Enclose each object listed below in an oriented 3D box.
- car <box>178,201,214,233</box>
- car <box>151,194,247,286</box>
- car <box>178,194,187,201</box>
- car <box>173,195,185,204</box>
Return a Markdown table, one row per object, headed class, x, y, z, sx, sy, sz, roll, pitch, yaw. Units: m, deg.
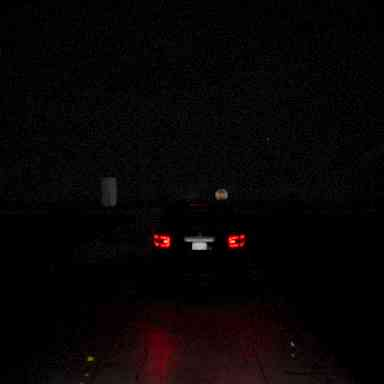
| class | x | y | z | sx | sy | sz | roll | pitch | yaw |
| --- | --- | --- | --- | --- | --- | --- | --- | --- | --- |
| car | 0.259 | 1.399 | 20.179 | 1.882 | 1.535 | 5.008 | 0 | 0 | 1 |
| car | 0.179 | 1.183 | 9.447 | 2.150 | 2.045 | 5.566 | 0 | 0 | 1 |
| car | -2.117 | 1.218 | 75.354 | 1.882 | 1.535 | 5.008 | 0 | 0 | 0 |
| car | -2.297 | 1.352 | 60.586 | 1.994 | 1.385 | 4.181 | 0 | 0 | 1 |
